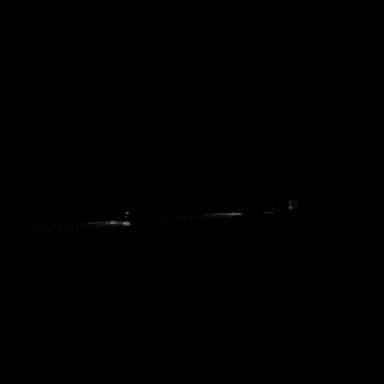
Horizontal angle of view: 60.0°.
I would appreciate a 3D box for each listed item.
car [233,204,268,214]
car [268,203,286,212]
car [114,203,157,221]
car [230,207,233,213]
[{"bbox_3d":[8.470,2.443,47.778,2.033,1.411,5.357,0,-1,36],"label":"car"},{"bbox_3d":[14.210,2.562,55.892,1.837,1.490,4.892,0,-1,36],"label":"car"},{"bbox_3d":[-5.589,1.917,33.092,2.097,1.767,4.553,0,-1,36],"label":"car"},{"bbox_3d":[7.839,2.548,51.748,1.895,1.301,4.718,0,-1,36],"label":"car"}]
